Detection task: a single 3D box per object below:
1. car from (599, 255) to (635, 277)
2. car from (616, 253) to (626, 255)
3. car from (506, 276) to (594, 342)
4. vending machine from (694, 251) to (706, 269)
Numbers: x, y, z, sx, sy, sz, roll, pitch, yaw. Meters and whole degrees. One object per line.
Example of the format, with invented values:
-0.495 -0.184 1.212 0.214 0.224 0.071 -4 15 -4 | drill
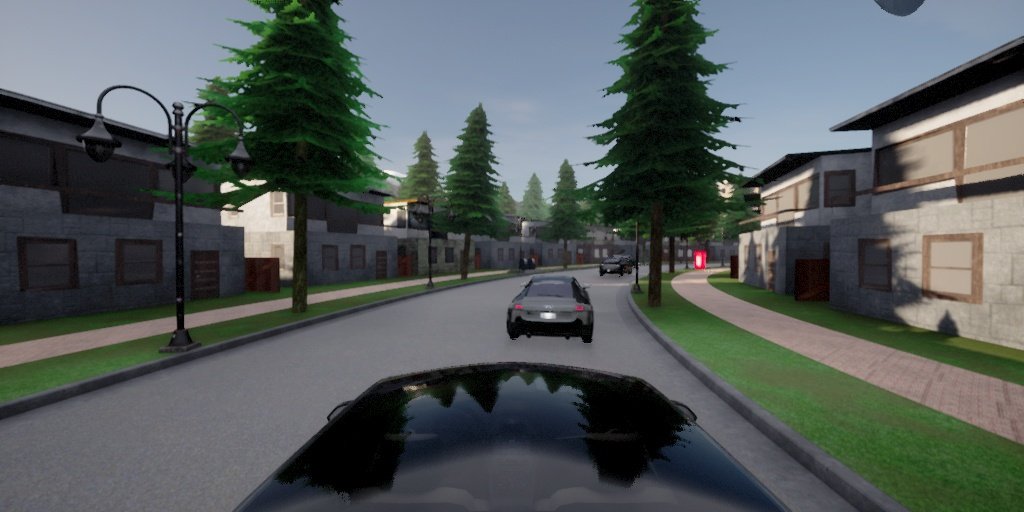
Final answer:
8.618 0.878 29.482 2.128 1.511 4.902 0 1 30 | car
11.981 0.599 40.169 2.097 1.767 4.553 1 1 42 | car
1.112 1.211 9.586 1.994 1.385 4.181 0 1 10 | car
20.104 0.470 38.341 0.880 2.100 1.100 0 0 -45 | vending machine
